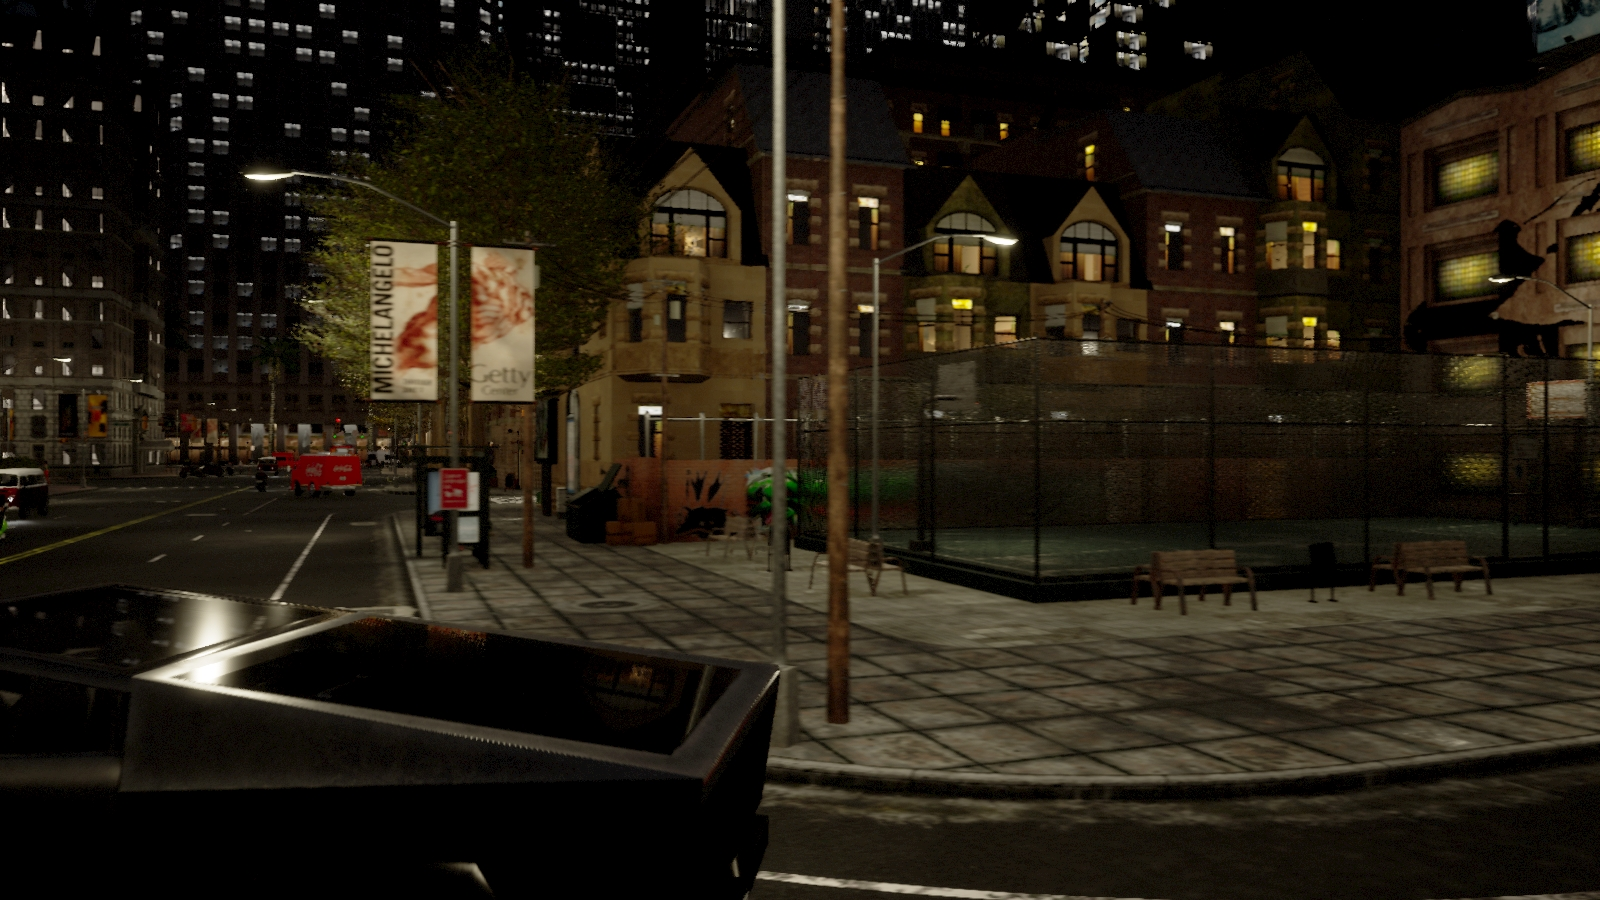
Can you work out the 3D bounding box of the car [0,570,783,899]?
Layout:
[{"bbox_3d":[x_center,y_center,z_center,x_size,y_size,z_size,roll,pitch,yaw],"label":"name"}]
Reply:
[{"bbox_3d":[-3.341,1.753,5.349,6.274,2.098,2.390,0,0,6],"label":"car"}]
